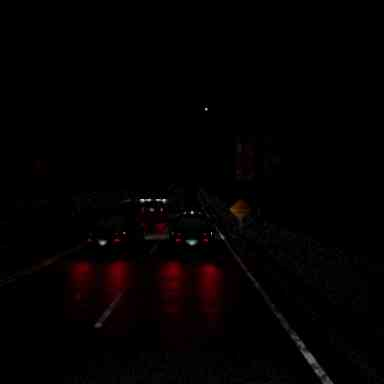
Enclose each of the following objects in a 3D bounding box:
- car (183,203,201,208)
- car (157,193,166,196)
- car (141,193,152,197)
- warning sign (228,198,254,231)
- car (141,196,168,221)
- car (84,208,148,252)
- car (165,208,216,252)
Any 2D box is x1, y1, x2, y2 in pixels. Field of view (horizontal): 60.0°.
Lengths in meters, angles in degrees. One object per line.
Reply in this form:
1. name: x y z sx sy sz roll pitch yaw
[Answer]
1. car: 0.013 1.702 28.990 2.033 1.411 5.357 0 0 0
2. car: -6.470 0.835 71.065 2.033 1.411 5.357 0 1 0
3. car: -9.720 0.835 71.066 2.033 1.411 5.357 0 1 0
4. warning sign: 2.850 1.283 19.449 1.300 1.860 1.060 0 -1 0
5. car: -3.237 1.504 29.067 2.097 1.767 4.553 0 0 0
6. car: -3.240 1.662 14.399 1.812 1.442 4.674 0 0 0
7. car: 0.010 1.661 14.388 1.812 1.442 4.674 0 0 0
